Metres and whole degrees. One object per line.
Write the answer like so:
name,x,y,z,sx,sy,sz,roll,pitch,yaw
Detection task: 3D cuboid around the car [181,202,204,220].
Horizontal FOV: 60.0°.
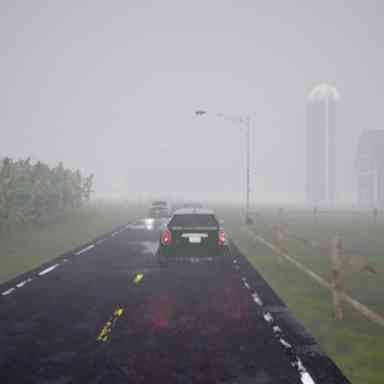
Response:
car,0.030,1.600,29.224,1.895,1.301,4.718,0,0,0

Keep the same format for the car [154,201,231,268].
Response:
car,0.074,1.349,11.397,2.097,1.767,4.553,0,0,0

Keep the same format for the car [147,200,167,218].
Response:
car,-2.879,1.507,30.499,1.837,1.490,4.892,0,-1,0
